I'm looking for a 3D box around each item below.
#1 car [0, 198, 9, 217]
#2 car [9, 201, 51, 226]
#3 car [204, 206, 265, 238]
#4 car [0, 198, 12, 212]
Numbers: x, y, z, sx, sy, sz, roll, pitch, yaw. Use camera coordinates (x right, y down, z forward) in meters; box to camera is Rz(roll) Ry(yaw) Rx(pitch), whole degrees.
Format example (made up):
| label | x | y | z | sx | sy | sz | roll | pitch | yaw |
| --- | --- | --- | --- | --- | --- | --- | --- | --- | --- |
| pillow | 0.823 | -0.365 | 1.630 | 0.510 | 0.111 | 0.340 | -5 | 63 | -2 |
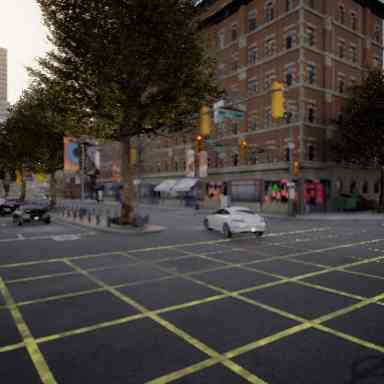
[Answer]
| label | x | y | z | sx | sy | sz | roll | pitch | yaw |
| --- | --- | --- | --- | --- | --- | --- | --- | --- | --- |
| car | -17.086 | 1.543 | 31.682 | 1.994 | 1.385 | 4.181 | 0 | 0 | -35 |
| car | -11.418 | 1.544 | 23.618 | 1.994 | 1.385 | 4.181 | 0 | 0 | -35 |
| car | 2.127 | 1.471 | 17.414 | 1.812 | 1.442 | 4.674 | 0 | 0 | -17 |
| car | -22.990 | 1.505 | 40.085 | 1.812 | 1.442 | 4.674 | 0 | 0 | -35 |
